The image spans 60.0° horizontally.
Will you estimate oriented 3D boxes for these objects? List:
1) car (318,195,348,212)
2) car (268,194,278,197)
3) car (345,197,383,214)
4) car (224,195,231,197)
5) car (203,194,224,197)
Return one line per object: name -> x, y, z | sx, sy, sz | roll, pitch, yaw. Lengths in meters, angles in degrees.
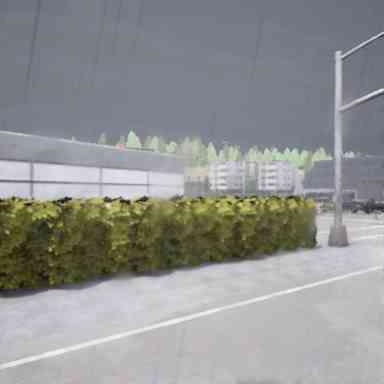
car -> 16.475, 1.452, 36.935 | 5.027, 1.636, 2.152 | 0, 0, -35
car -> 19.780, 1.366, 77.260 | 5.027, 1.636, 2.152 | 0, 0, -35
car -> 18.315, 1.461, 34.395 | 4.514, 1.523, 2.007 | 0, 0, -35
car -> 7.962, 1.485, 81.297 | 4.514, 1.523, 2.007 | 0, 0, -35
car -> 3.735, 1.249, 69.873 | 4.605, 1.855, 1.932 | 0, 0, -35
